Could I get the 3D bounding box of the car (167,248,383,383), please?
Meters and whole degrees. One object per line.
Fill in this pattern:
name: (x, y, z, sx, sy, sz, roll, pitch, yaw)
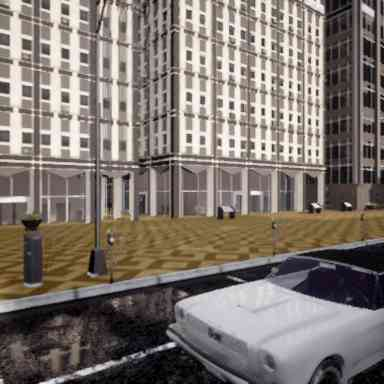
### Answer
car: (2.036, 1.600, 4.813, 4.718, 1.301, 1.895, 0, 0, -35)
